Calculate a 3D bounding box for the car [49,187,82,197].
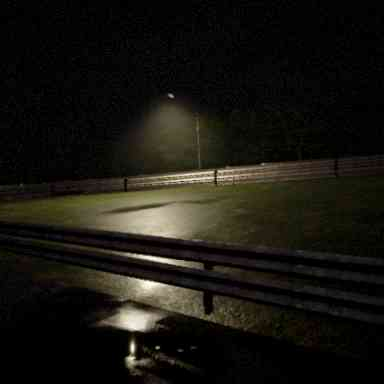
[{"bbox_3d":[-17.437,0.091,45.773,4.892,1.490,1.837,-4,-2,22],"label":"car"}]
